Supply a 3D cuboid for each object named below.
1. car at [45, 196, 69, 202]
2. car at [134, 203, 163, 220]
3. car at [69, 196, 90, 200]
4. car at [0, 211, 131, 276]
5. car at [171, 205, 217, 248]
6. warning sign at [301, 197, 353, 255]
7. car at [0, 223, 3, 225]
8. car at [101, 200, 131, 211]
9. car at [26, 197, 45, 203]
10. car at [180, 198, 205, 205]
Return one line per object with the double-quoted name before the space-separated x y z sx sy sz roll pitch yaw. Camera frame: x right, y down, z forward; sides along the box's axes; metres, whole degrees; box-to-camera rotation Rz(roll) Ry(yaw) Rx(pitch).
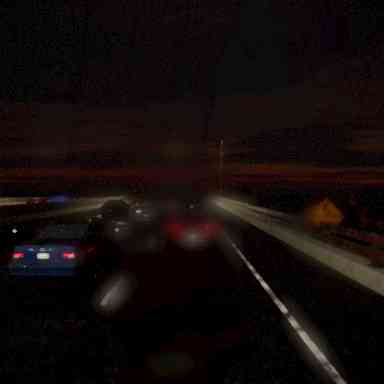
"car" -21.060 1.422 53.030 1.882 1.535 5.008 0 0 0
"car" -3.439 1.578 27.542 1.895 1.301 4.718 0 0 0
"car" -17.562 1.448 53.378 1.837 1.490 4.892 0 0 0
"car" -3.457 1.541 10.275 2.033 1.411 5.357 0 0 0
"car" 0.073 1.516 14.588 1.812 1.442 4.674 0 0 0
"warning sign" 4.558 1.108 11.311 1.300 1.860 1.060 1 1 0
"car" -6.956 1.541 10.280 2.033 1.411 5.357 0 0 0
"car" -6.923 1.451 30.578 1.882 1.535 5.008 0 0 0
"car" -24.555 1.508 52.772 1.994 1.385 4.181 0 0 0
"car" 0.067 1.327 28.664 2.097 1.767 4.553 0 0 0
